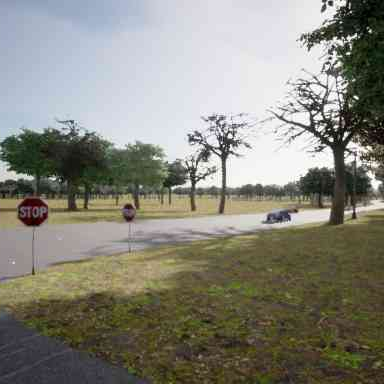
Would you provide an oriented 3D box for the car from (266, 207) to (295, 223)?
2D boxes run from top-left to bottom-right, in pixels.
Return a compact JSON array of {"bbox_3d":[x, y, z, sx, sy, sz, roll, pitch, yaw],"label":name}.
[{"bbox_3d":[10.684,2.924,40.814,1.812,1.442,4.674,1,-1,36],"label":"car"}]

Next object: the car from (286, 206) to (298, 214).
[{"bbox_3d":[18.853,3.437,64.130,1.882,1.535,5.008,1,-1,36],"label":"car"}]
